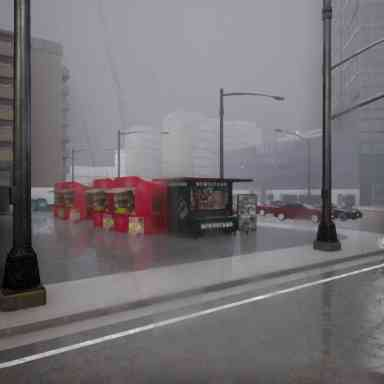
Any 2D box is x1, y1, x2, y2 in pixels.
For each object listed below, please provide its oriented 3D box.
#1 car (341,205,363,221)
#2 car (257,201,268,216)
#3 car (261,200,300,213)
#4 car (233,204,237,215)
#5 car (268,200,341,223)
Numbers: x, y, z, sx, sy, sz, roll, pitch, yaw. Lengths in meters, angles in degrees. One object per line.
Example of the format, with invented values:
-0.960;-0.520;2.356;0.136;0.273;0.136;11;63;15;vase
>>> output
12.184;1.672;28.375;1.994;1.385;4.181;0;-1;-35;car
6.910;1.689;35.657;1.882;1.535;5.008;0;-1;-36;car
11.148;1.774;42.080;1.812;1.442;4.674;0;-1;-36;car
3.506;1.750;34.394;1.812;1.442;4.674;0;-1;-36;car
8.956;1.589;26.834;1.882;1.535;5.008;0;-1;-38;car
